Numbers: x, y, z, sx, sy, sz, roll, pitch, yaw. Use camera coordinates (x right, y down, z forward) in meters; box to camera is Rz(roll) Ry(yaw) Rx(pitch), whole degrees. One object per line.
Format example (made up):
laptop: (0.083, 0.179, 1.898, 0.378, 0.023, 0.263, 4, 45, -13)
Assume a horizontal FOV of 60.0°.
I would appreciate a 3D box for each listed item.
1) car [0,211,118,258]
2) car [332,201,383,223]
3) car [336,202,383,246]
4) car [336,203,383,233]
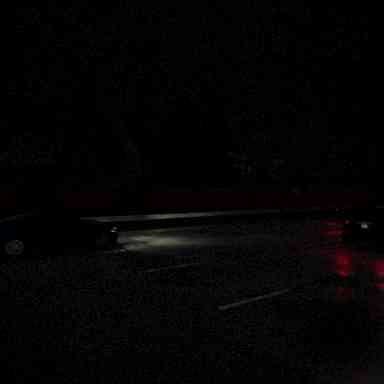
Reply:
car: (-5.361, 1.478, 12.832, 5.008, 1.535, 1.882, 1, 0, -36)
car: (13.192, 1.525, 26.267, 4.674, 1.442, 1.812, 0, 0, -36)
car: (8.398, 1.353, 14.140, 4.553, 1.767, 2.097, 0, 0, -36)
car: (11.072, 1.505, 20.407, 4.892, 1.490, 1.837, 0, 0, -36)
